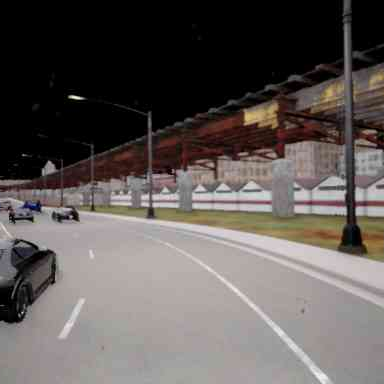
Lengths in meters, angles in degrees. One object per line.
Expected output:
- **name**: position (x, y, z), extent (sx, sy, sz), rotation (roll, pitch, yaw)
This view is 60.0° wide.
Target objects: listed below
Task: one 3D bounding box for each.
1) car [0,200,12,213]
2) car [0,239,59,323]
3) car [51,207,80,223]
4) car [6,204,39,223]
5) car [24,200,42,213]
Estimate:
- **car**: position (-31.860, 2.554, 56.865), extent (2.097, 1.767, 4.553), rotation (0, -1, -32)
- **car**: position (-4.305, 1.723, 7.328), extent (1.994, 1.385, 4.181), rotation (0, -1, -11)
- **car**: position (-12.137, 2.123, 31.904), extent (1.812, 1.442, 4.674), rotation (0, -1, -32)
- **car**: position (-16.697, 2.217, 32.595), extent (2.033, 1.411, 5.357), rotation (0, -1, -32)
- **car**: position (-25.608, 2.294, 53.450), extent (2.150, 2.045, 5.566), rotation (0, -1, -32)
